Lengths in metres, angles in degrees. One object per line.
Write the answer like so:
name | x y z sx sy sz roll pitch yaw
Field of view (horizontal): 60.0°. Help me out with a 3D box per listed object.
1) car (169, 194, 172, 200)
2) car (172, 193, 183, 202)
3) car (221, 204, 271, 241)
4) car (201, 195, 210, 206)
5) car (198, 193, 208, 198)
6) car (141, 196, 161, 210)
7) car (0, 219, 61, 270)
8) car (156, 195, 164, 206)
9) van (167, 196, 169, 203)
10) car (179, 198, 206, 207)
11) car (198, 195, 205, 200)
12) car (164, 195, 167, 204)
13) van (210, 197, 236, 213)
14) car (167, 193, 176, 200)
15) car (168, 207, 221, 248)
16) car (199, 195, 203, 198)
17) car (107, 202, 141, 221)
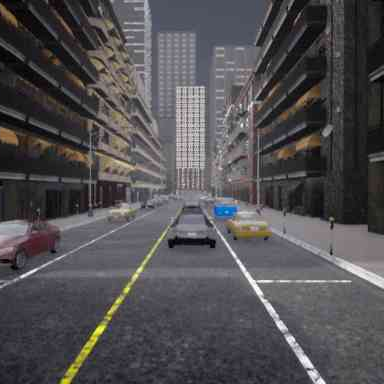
car | -5.700 1.452 66.133 1.967 1.590 4.097 -1 0 0
car | -3.000 1.461 76.714 1.837 1.490 4.892 0 0 0
car | 2.682 1.523 16.579 1.752 1.417 4.829 0 0 0
car | 2.683 1.556 49.549 2.008 1.369 4.403 -1 0 0
car | 3.001 1.234 80.523 2.150 2.045 5.566 0 0 0
car | -5.698 1.569 44.039 1.947 1.339 4.313 0 0 0
car | -5.698 1.580 10.898 1.802 1.307 4.206 0 0 0
car | -5.698 1.550 49.562 1.887 1.381 4.507 0 0 0
van | -5.700 1.350 60.610 1.690 1.788 3.998 -1 0 0
car | 0.000 1.517 29.652 1.837 1.490 4.892 0 0 0
car | 2.683 1.573 93.736 1.887 1.381 4.507 -1 0 0
car | -5.699 1.552 55.086 1.887 1.381 4.507 0 0 0
van | 2.681 1.341 27.457 1.690 1.788 3.998 -1 0 0
car | -5.701 1.344 93.750 2.192 1.841 5.009 -1 0 0
car | 0.000 1.571 14.651 1.994 1.385 4.181 0 0 0
car | 2.682 1.558 55.073 2.008 1.369 4.403 -1 0 0
car | -5.699 1.525 27.299 1.752 1.417 4.829 0 0 0
